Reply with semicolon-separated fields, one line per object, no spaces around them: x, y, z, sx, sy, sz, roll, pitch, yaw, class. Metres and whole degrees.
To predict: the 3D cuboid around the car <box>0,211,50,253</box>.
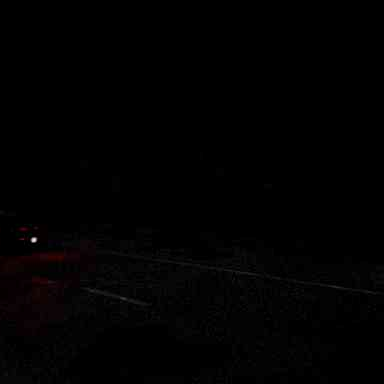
-7.900;1.555;13.903;4.892;1.490;1.837;0;0;36;car
